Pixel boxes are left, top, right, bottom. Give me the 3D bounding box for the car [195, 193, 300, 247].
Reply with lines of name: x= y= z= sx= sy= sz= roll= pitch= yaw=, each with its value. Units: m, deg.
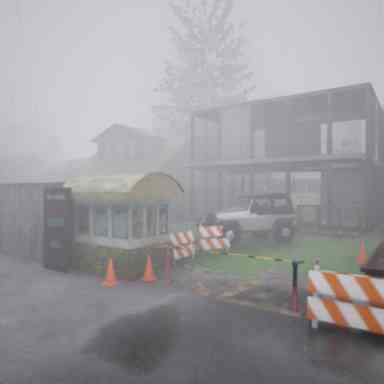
car: x=2.201 y=0.973 z=12.772 sx=3.866 sy=1.878 sz=1.905 roll=0 pitch=0 yaw=-21
